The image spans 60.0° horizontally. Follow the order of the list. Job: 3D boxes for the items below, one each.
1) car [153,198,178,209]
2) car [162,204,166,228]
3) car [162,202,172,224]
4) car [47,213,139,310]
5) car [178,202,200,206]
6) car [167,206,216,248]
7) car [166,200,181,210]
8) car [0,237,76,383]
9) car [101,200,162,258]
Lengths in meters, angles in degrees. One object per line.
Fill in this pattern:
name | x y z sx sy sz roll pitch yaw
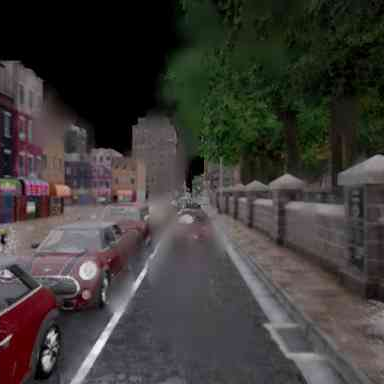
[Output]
car | -2.646 1.464 28.955 2.192 1.841 5.009 0 0 0
car | -2.647 1.620 18.243 1.752 1.417 4.829 0 0 0
car | -2.647 1.646 23.514 1.752 1.417 4.829 0 0 0
car | -2.648 1.481 7.873 1.967 1.590 4.097 0 0 0
car | 0.067 1.718 30.127 1.994 1.385 4.181 0 0 0
car | 0.070 1.604 15.147 1.812 1.442 4.674 0 0 0
car | -2.647 1.812 48.155 1.947 1.339 4.313 0 0 0
car | -2.649 1.454 2.602 1.967 1.590 4.097 0 0 0
car | -2.648 1.383 13.144 2.192 1.841 5.009 0 0 0
